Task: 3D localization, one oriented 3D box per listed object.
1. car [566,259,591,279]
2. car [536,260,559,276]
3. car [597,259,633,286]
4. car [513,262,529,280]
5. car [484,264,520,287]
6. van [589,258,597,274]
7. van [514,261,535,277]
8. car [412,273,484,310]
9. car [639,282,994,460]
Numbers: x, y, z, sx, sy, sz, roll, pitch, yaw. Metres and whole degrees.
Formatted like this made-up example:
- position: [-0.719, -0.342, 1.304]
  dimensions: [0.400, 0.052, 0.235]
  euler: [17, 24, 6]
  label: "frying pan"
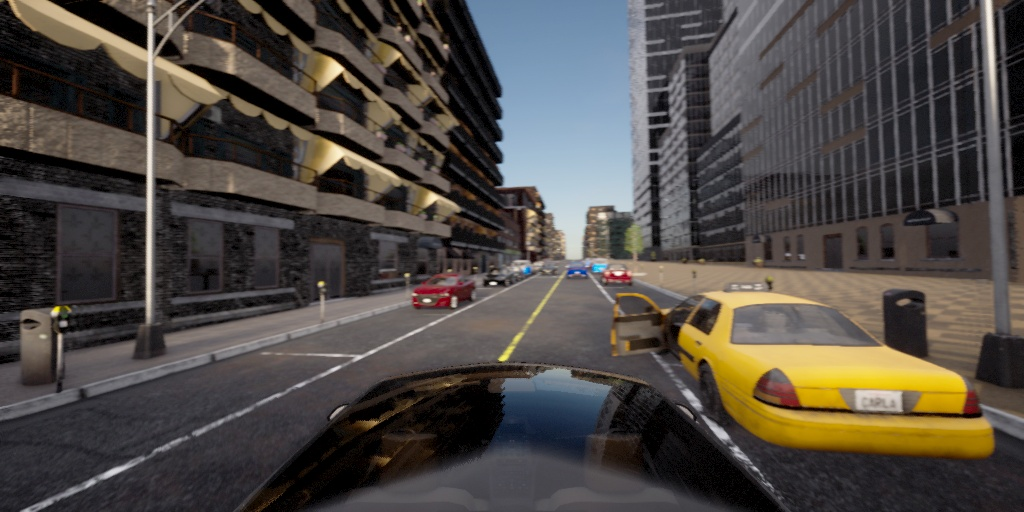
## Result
- position: [6.201, 1.349, 34.114]
  dimensions: [1.882, 1.535, 5.008]
  euler: [-1, -1, 10]
  label: "car"
- position: [4.271, 1.477, 41.054]
  dimensions: [1.837, 1.490, 4.892]
  euler: [-1, -1, 11]
  label: "car"
- position: [7.336, 1.216, 25.452]
  dimensions: [1.967, 1.591, 4.097]
  euler: [0, 0, 10]
  label: "car"
- position: [0.060, 1.545, 32.401]
  dimensions: [2.007, 1.370, 4.403]
  euler: [0, 0, 10]
  label: "car"
- position: [-0.914, 1.538, 26.918]
  dimensions: [1.948, 1.339, 4.313]
  euler: [0, 0, 10]
  label: "car"
- position: [10.259, 1.185, 41.903]
  dimensions: [1.690, 1.789, 3.998]
  euler: [0, 0, 10]
  label: "van"
- position: [1.035, 1.358, 37.886]
  dimensions: [1.690, 1.789, 3.998]
  euler: [0, 0, 10]
  label: "van"
- position: [-2.863, 1.472, 15.950]
  dimensions: [1.888, 1.381, 4.507]
  euler: [0, 0, 10]
  label: "car"
- position: [3.413, 1.160, 5.428]
  dimensions: [1.801, 1.575, 5.366]
  euler: [-1, 0, 10]
  label: "car"
